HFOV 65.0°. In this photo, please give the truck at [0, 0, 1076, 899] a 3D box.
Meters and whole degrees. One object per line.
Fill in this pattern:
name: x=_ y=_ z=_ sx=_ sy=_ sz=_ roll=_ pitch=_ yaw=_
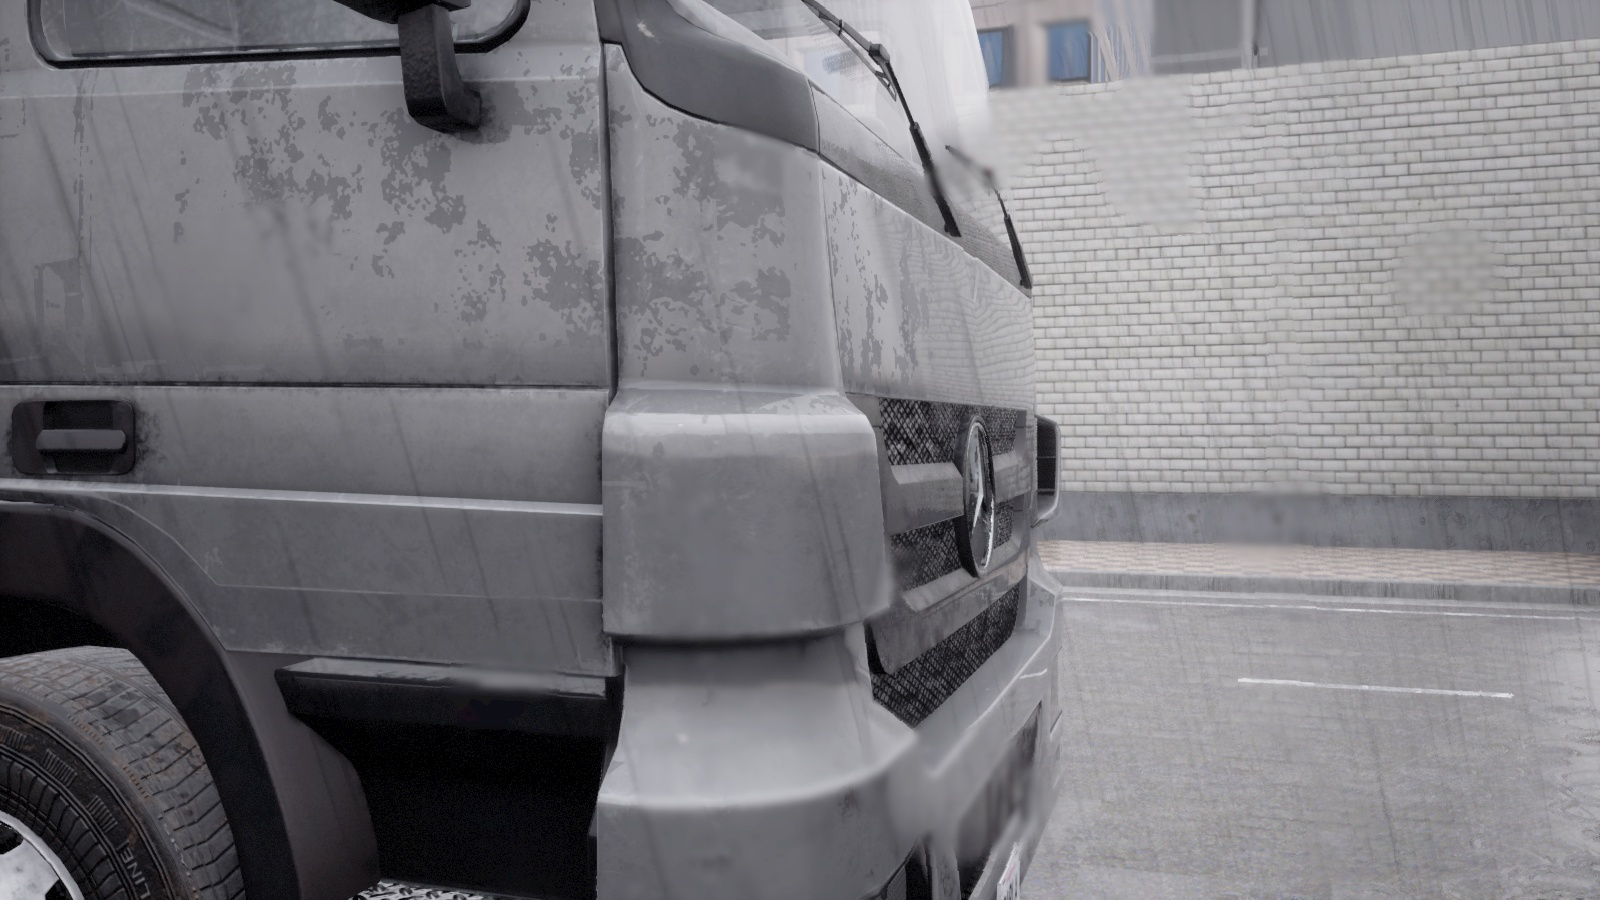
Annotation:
truck: x=-3.267 y=-0.236 z=4.278 sx=7.936 sy=3.462 sz=2.891 roll=1 pitch=1 yaw=19
